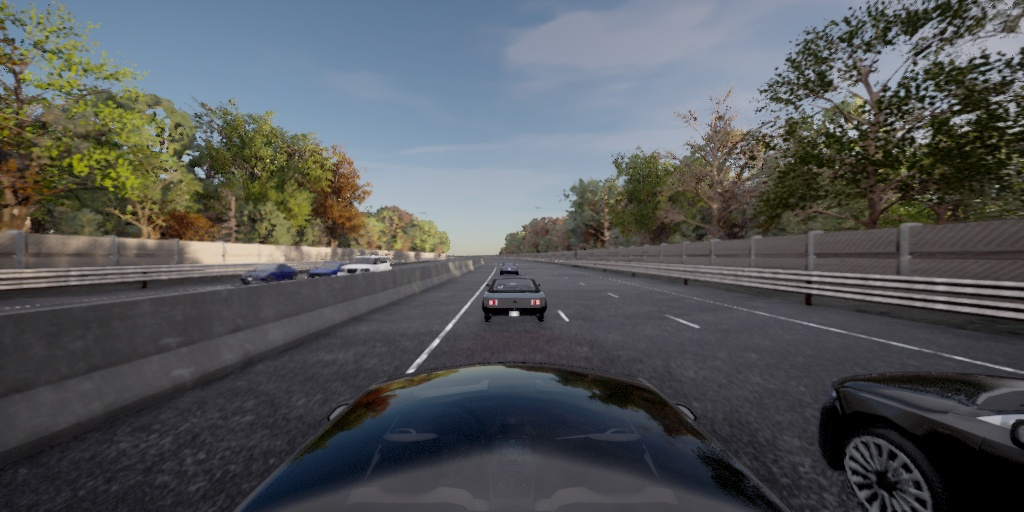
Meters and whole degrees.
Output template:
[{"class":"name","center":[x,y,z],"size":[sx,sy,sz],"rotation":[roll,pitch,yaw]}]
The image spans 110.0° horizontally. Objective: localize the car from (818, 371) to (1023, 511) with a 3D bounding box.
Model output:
[{"class":"car","center":[3.591,1.241,1.118],"size":[2.128,1.511,4.902],"rotation":[0,0,0]}]

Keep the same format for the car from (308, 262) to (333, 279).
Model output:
[{"class":"car","center":[-14.327,1.237,28.769],"size":[1.882,1.535,5.008],"rotation":[0,0,-1]}]

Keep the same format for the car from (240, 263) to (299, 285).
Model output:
[{"class":"car","center":[-17.794,1.284,26.628],"size":[1.812,1.442,4.674],"rotation":[0,0,-1]}]

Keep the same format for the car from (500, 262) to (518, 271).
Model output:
[{"class":"car","center":[-0.322,1.328,39.177],"size":[1.994,1.385,4.181],"rotation":[0,0,-1]}]

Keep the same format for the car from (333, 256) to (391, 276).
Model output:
[{"class":"car","center":[-10.795,0.980,26.778],"size":[2.150,2.045,5.566],"rotation":[0,0,-1]}]

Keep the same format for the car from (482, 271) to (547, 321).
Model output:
[{"class":"car","center":[0.055,1.355,12.421],"size":[1.895,1.301,4.718],"rotation":[0,0,0]}]
